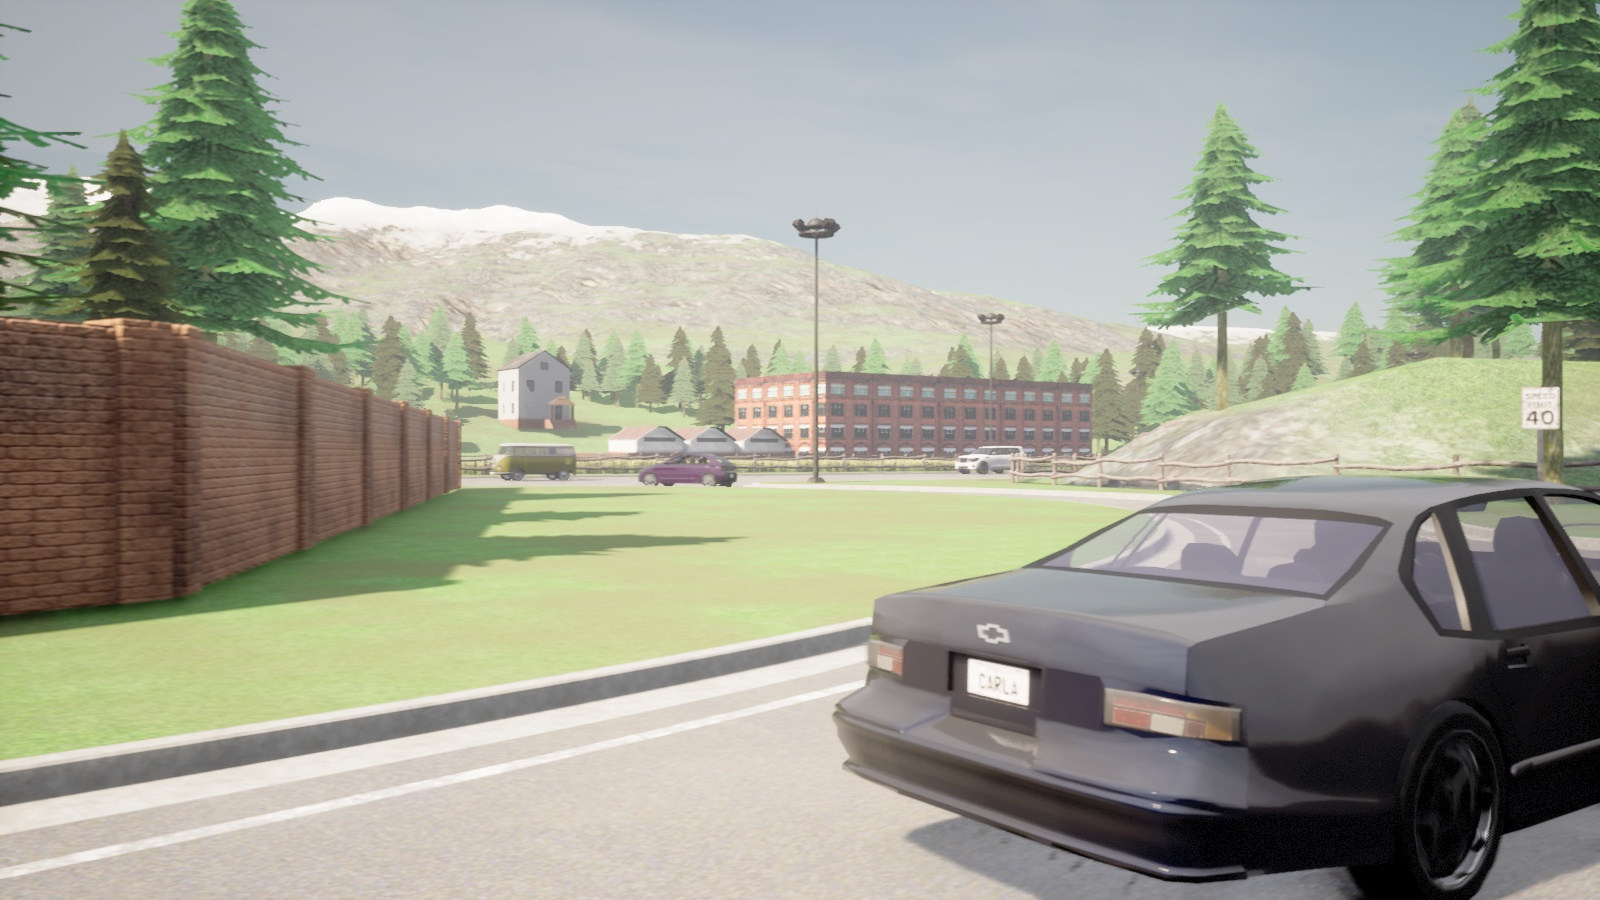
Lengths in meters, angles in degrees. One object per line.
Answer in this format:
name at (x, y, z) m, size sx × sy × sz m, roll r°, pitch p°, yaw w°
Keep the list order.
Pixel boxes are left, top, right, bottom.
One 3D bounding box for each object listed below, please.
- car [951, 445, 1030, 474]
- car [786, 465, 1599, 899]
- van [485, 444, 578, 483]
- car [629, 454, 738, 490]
car at (13.541, 0.654, 89.269) m, size 5.566 × 2.045 × 2.150 m, roll 0°, pitch 0°, yaw -34°
car at (2.726, 0.800, 5.556) m, size 5.357 × 1.411 × 2.033 m, roll 0°, pitch 0°, yaw -35°
van at (-14.078, 0.689, 65.915) m, size 4.442 × 1.987 × 1.775 m, roll 0°, pitch 0°, yaw -35°
car at (-4.914, 0.898, 52.912) m, size 4.193 × 1.474 × 1.816 m, roll 0°, pitch 0°, yaw 21°
